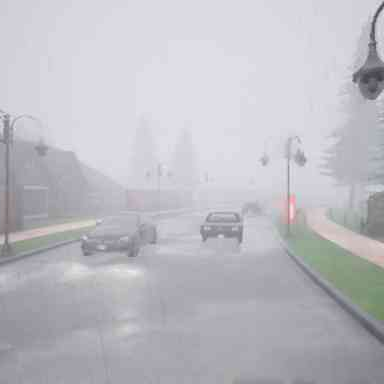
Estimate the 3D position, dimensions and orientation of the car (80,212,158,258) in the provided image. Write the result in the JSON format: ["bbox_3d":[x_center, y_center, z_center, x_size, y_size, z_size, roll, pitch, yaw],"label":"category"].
[{"bbox_3d":[-2.607,1.524,13.022,1.812,1.442,4.674,0,0,8],"label":"car"}]

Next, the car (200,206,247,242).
[{"bbox_3d":[1.628,1.617,16.545,1.895,1.301,4.718,0,0,10],"label":"car"}]

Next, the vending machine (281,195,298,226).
[{"bbox_3d":[6.737,1.234,22.974,1.100,2.100,0.880,0,0,14],"label":"vending machine"}]

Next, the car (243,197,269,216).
[{"bbox_3d":[6.290,1.548,33.707,1.837,1.490,4.892,0,0,20],"label":"car"}]
